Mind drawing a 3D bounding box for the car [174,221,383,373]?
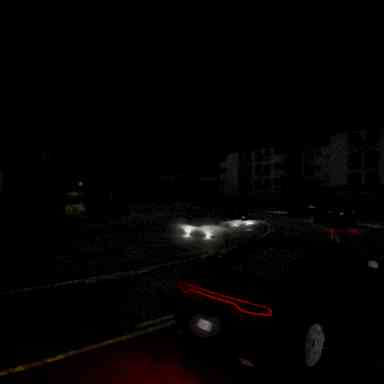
[{"bbox_3d":[1.956,1.542,5.885,5.008,1.535,1.882,1,0,-43],"label":"car"}]

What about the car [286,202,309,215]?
[{"bbox_3d":[13.068,1.928,39.509,2.128,1.511,4.902,1,-1,-16],"label":"car"}]

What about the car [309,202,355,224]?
[{"bbox_3d":[11.228,1.666,26.599,2.097,1.767,4.553,0,0,5],"label":"car"}]

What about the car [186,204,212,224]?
[{"bbox_3d":[0.571,1.710,27.146,1.882,1.535,5.008,1,0,2],"label":"car"}]

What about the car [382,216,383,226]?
[{"bbox_3d":[14.113,1.804,21.870,1.837,1.490,4.892,1,0,13],"label":"car"}]

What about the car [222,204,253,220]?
[{"bbox_3d":[4.206,1.847,31.711,2.033,1.411,5.357,1,0,-6],"label":"car"}]
